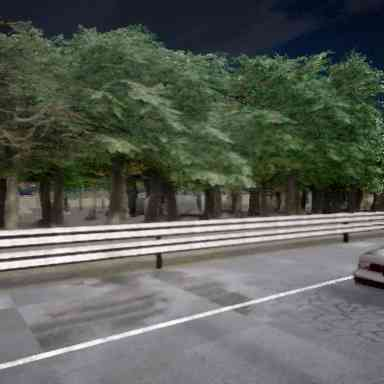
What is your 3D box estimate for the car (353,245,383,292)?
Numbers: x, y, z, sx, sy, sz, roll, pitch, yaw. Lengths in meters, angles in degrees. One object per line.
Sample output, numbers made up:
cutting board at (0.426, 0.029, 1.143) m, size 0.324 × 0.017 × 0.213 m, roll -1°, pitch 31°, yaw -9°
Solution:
car at (6.042, 1.633, 7.995) m, size 5.357 × 1.411 × 2.033 m, roll 1°, pitch 0°, yaw -35°
